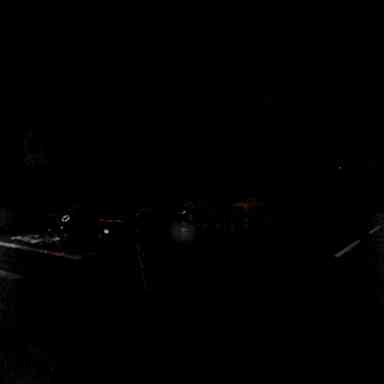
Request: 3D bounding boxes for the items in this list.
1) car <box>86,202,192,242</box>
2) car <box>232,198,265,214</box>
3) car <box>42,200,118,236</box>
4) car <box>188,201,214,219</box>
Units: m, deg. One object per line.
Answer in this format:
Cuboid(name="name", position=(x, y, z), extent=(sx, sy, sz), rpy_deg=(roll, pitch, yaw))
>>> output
Cuboid(name="car", position=(-2.345, 1.447, 16.141), extent=(2.128, 1.511, 4.902), rpy_deg=(0, 0, 32))
Cuboid(name="car", position=(6.041, 1.412, 35.007), extent=(1.882, 1.535, 5.008), rpy_deg=(0, 0, 35))
Cuboid(name="car", position=(-5.728, 1.287, 18.197), extent=(2.097, 1.767, 4.553), rpy_deg=(0, 0, 35))
Cuboid(name="car", position=(0.041, 1.460, 26.450), extent=(1.812, 1.442, 4.674), rpy_deg=(0, 0, 35))
